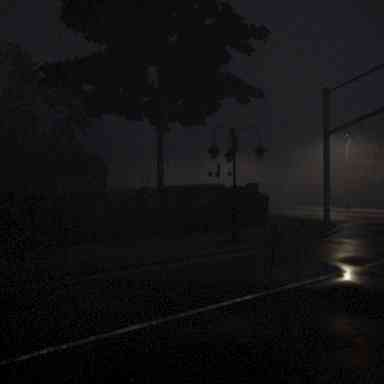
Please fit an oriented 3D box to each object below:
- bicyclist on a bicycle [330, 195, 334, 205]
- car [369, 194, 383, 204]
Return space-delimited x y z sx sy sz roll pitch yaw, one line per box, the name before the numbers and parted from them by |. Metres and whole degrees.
bicyclist on a bicycle | 20.834 1.145 50.102 1.656 1.620 0.582 -6 -7 -37
car | 28.410 0.978 48.458 2.242 1.667 4.611 0 0 -35
